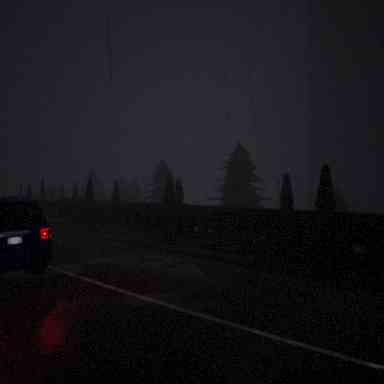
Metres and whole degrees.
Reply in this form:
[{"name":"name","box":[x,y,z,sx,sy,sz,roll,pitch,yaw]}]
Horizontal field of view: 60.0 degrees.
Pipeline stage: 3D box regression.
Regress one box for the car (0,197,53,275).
[{"name":"car","box":[-5.895,1.145,9.193,5.566,2.045,2.150,1,0,43]}]
